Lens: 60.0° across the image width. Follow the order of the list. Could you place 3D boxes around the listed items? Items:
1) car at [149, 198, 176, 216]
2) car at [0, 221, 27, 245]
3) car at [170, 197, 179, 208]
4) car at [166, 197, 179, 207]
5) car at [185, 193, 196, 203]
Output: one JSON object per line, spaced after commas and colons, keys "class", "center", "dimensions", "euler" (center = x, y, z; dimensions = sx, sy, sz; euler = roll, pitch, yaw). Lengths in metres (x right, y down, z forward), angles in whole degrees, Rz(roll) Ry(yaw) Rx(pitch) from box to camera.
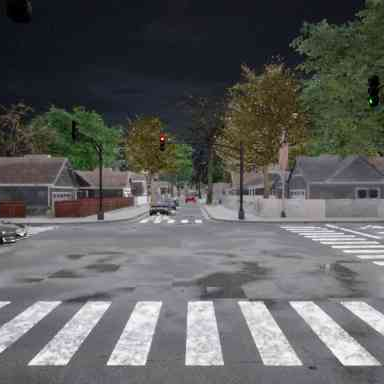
{"class": "car", "center": [-3.028, 1.568, 32.957], "dimensions": [2.033, 1.411, 5.357], "euler": [0, 0, 0]}
{"class": "car", "center": [-9.512, 1.554, 13.905], "dimensions": [4.892, 1.490, 1.837], "euler": [-1, 0, 0]}
{"class": "car", "center": [-3.008, 1.595, 42.846], "dimensions": [1.994, 1.385, 4.181], "euler": [0, 0, 0]}
{"class": "car", "center": [-3.027, 1.569, 53.096], "dimensions": [1.812, 1.442, 4.674], "euler": [0, 0, 0]}
{"class": "car", "center": [-0.305, 1.300, 73.590], "dimensions": [2.150, 2.045, 5.566], "euler": [0, 0, 0]}
